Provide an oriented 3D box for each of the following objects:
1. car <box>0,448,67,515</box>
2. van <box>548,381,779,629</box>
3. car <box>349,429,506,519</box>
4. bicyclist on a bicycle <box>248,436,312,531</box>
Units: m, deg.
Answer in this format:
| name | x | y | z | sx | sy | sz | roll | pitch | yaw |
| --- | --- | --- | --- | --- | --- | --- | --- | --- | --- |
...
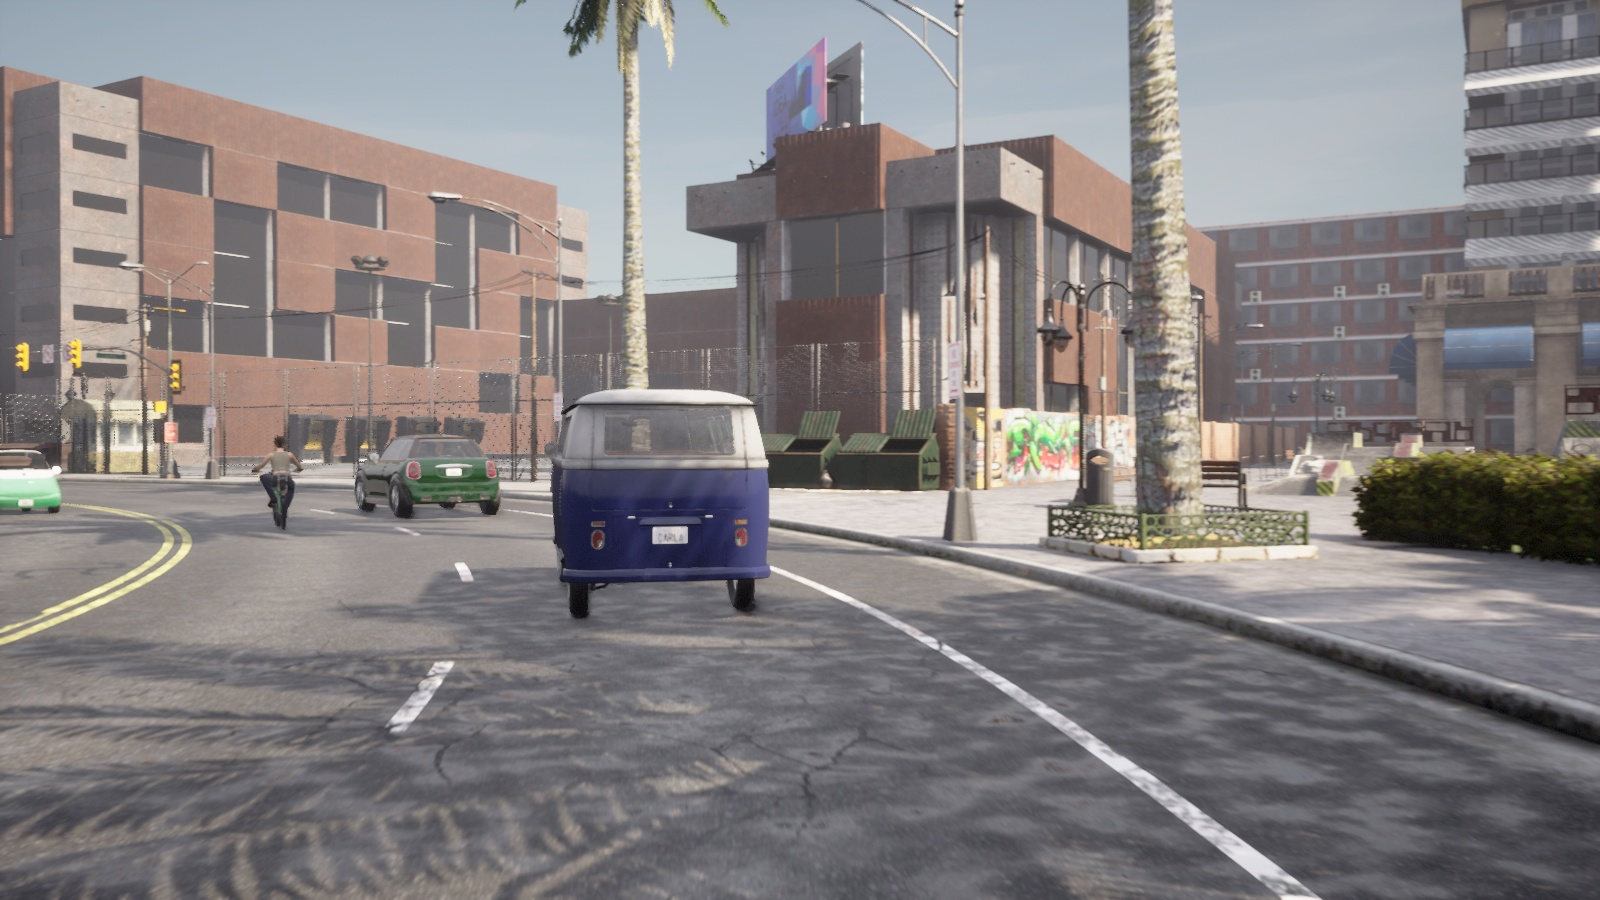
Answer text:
| name | x | y | z | sx | sy | sz | roll | pitch | yaw |
| --- | --- | --- | --- | --- | --- | --- | --- | --- | --- |
| car | -16.797 | 0.651 | 26.911 | 1.481 | 1.376 | 2.207 | 0 | 0 | -42 |
| van | -1.533 | 0.429 | 12.415 | 1.775 | 1.987 | 4.442 | 0 | 0 | -13 |
| car | -8.127 | 0.453 | 27.127 | 2.097 | 1.767 | 4.553 | 0 | 0 | -32 |
| bicyclist on a bicycle | -9.176 | 0.559 | 22.126 | 0.866 | 1.612 | 1.509 | -1 | 1 | -29 |
